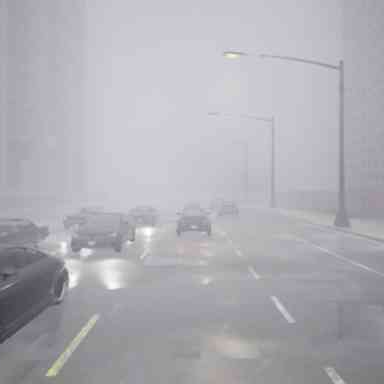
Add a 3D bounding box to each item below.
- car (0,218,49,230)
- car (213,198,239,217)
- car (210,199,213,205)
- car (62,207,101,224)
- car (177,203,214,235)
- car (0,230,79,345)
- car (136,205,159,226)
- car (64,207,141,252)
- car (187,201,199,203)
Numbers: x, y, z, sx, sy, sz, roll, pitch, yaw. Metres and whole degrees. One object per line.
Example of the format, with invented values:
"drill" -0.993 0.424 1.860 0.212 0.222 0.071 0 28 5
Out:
"car" -7.083 1.652 12.128 1.895 1.301 4.718 0 0 0
"car" 3.508 1.631 32.859 2.128 1.511 4.902 0 0 0
"car" 3.536 1.545 46.105 2.097 1.767 4.553 0 0 0
"car" -7.007 1.695 22.433 1.895 1.301 4.718 0 0 0
"car" 0.089 1.606 19.133 1.812 1.442 4.674 0 0 0
"car" -3.595 1.587 5.388 1.994 1.385 4.181 0 0 0
"car" -3.497 1.666 24.241 1.994 1.385 4.181 0 0 0
"car" -3.574 1.586 14.232 1.812 1.442 4.674 0 0 0
"car" 0.076 1.774 41.262 1.895 1.301 4.718 0 0 0
